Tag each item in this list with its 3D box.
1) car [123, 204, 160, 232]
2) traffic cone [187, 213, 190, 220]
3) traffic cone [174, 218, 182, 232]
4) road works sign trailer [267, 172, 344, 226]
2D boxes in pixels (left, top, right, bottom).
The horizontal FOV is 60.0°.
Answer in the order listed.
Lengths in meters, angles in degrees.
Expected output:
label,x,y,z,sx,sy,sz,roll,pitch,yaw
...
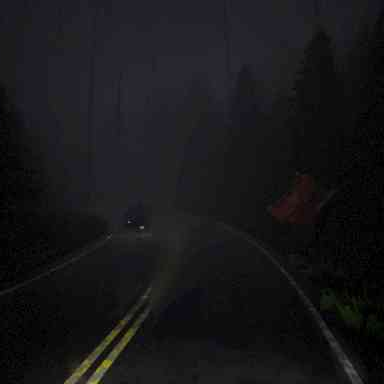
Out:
label,x,y,z,sx,sy,sz,roll,pitch,yaw
car,-3.014,1.450,19.879,2.033,1.411,5.357,-1,0,-9
traffic cone,-0.280,1.757,24.150,0.340,0.580,0.340,-1,1,-5
traffic cone,-0.716,1.834,18.093,0.340,0.580,0.340,-1,1,-5
road works sign trailer,4.988,0.870,13.508,2.880,2.380,3.560,39,8,6
